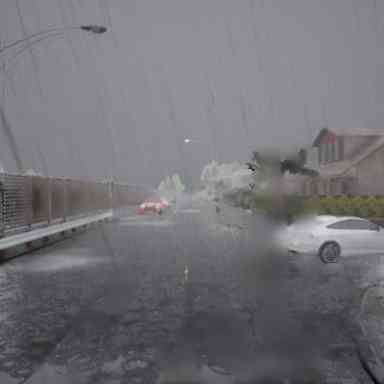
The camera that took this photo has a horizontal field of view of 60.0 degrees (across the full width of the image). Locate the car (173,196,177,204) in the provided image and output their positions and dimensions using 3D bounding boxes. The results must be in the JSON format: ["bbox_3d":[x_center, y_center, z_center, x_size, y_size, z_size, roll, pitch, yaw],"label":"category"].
[{"bbox_3d":[-3.961,1.478,63.864,2.128,1.511,4.902,0,0,0],"label":"car"}]

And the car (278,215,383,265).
[{"bbox_3d":[5.262,1.523,11.407,4.674,1.442,1.812,0,-1,-15],"label":"car"}]

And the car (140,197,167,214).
[{"bbox_3d":[-4.070,1.345,34.439,2.097,1.767,4.553,0,0,0],"label":"car"}]

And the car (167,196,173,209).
[{"bbox_3d":[-4.052,1.516,45.844,1.812,1.442,4.674,0,0,0],"label":"car"}]
